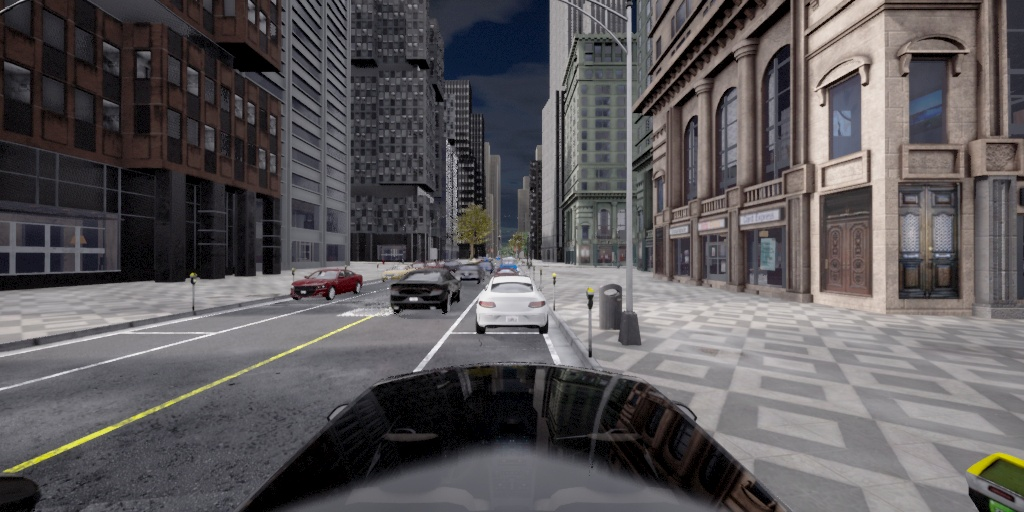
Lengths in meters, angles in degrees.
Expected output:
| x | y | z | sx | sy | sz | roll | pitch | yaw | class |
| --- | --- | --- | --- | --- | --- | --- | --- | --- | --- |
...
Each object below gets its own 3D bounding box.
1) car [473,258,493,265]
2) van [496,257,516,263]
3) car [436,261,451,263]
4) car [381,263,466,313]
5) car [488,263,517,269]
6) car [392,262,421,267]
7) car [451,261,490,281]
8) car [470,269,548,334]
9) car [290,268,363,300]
| x | y | z | sx | sy | sz | roll | pitch | yaw | class |
| --- | --- | --- | --- | --- | --- | --- | --- | --- | --- |
| -3.062 | 1.302 | 42.390 | 2.033 | 1.411 | 5.357 | 0 | 0 | 0 | car |
| -0.371 | 1.094 | 34.137 | 1.690 | 1.789 | 3.998 | 0 | 0 | 0 | van |
| -6.231 | 1.302 | 38.047 | 2.033 | 1.411 | 5.357 | 0 | 0 | 0 | car |
| -3.145 | 1.229 | 13.935 | 1.882 | 1.535 | 5.008 | 0 | 0 | 0 | car |
| -0.373 | 1.334 | 23.087 | 1.802 | 1.307 | 4.207 | 0 | 0 | 0 | car |
| -8.921 | 1.278 | 28.459 | 1.751 | 1.417 | 4.829 | 0 | 0 | 0 | car |
| -3.064 | 1.300 | 26.831 | 2.033 | 1.411 | 5.357 | 0 | 0 | 0 | car |
| 0.003 | 1.276 | 10.500 | 1.812 | 1.442 | 4.674 | 0 | 0 | 0 | car |
| -8.919 | 1.296 | 17.578 | 1.888 | 1.381 | 4.507 | 0 | 0 | 0 | car |
